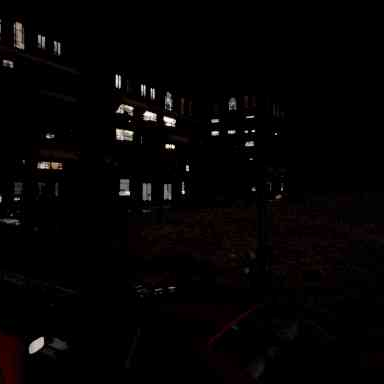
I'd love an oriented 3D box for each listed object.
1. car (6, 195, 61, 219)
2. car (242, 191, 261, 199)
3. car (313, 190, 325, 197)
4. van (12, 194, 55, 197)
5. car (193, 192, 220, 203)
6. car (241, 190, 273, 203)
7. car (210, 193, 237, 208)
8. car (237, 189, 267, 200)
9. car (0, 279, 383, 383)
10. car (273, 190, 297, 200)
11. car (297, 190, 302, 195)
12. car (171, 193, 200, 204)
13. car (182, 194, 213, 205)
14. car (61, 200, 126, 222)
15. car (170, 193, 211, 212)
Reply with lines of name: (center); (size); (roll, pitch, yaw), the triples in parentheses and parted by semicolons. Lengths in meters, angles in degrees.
car: (-11.745, 1.271, 26.625); (2.033, 1.411, 5.357); (1, 1, 35)
car: (11.714, 0.526, 64.971); (1.752, 1.417, 4.829); (2, 2, 35)
car: (28.898, 0.259, 75.639); (1.882, 1.535, 5.008); (1, 1, 35)
van: (-13.581, 1.036, 28.500); (1.690, 1.788, 3.998); (2, 2, 35)
car: (2.288, 0.808, 51.384); (2.008, 1.369, 4.403); (2, 2, 35)
car: (9.173, 0.877, 46.608); (2.008, 1.369, 4.403); (2, 2, 35)
car: (2.824, 1.051, 37.456); (2.008, 1.369, 4.403); (2, 2, 35)
car: (9.396, 0.718, 51.508); (1.882, 1.535, 5.008); (1, 1, 35)
car: (-0.314, 1.544, 3.089); (4.507, 1.381, 1.887); (0, 0, 36)
car: (15.619, 0.676, 55.899); (1.752, 1.417, 4.829); (2, 2, 35)
car: (27.682, 0.115, 87.990); (1.887, 1.381, 4.507); (2, 2, 35)
car: (-0.886, 0.910, 46.809); (1.947, 1.339, 4.313); (2, 2, 35)
car: (0.783, 0.979, 44.669); (1.895, 1.301, 4.718); (1, 1, 35)
car: (-6.698, 1.329, 23.730); (1.947, 1.339, 4.313); (2, 2, 35)
car: (-0.350, 1.132, 32.880); (1.887, 1.381, 4.507); (2, 2, 35)
